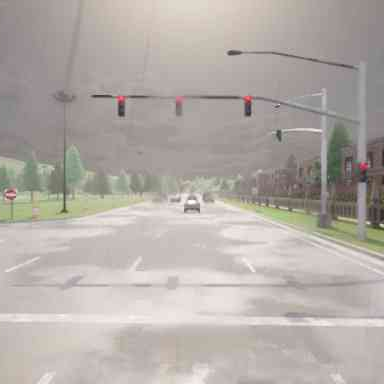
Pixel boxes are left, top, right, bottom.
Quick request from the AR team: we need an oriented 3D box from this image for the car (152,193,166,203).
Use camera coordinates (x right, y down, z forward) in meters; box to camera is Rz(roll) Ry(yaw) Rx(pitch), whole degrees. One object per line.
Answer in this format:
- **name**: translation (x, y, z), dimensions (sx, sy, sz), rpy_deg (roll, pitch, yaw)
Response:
- **car**: translation (-6.967, 1.504, 68.532), dimensions (1.812, 1.442, 4.674), rpy_deg (0, 0, 0)

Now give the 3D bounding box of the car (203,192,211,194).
- **car**: translation (3.538, 1.032, 78.560), dimensions (2.150, 2.045, 5.566), rpy_deg (0, 0, 0)

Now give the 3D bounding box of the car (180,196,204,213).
- **car**: translation (0.018, 1.536, 37.499), dimensions (2.033, 1.411, 5.357), rpy_deg (0, 0, 0)

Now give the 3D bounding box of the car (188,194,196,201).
- **car**: translation (0.038, 1.307, 78.532), dimensions (1.837, 1.490, 4.892), rpy_deg (0, 0, 0)

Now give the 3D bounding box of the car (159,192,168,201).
- **car**: translation (-6.962, 1.033, 78.565), dimensions (2.150, 2.045, 5.566), rpy_deg (0, 0, 0)

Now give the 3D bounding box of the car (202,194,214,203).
- **car**: translation (3.533, 1.579, 68.557), dimensions (1.895, 1.301, 4.718), rpy_deg (0, 0, 0)

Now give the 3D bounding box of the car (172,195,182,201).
- **car**: translation (-3.462, 1.347, 78.533), dimensions (2.033, 1.411, 5.357), rpy_deg (0, 0, 0)

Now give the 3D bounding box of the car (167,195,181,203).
- **car**: translation (-3.467, 1.542, 68.530), dimensions (1.994, 1.385, 4.181), rpy_deg (0, 0, 0)

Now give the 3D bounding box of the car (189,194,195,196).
- **car**: translation (0.033, 1.330, 68.498), dimensions (2.097, 1.767, 4.553), rpy_deg (0, 0, 0)
